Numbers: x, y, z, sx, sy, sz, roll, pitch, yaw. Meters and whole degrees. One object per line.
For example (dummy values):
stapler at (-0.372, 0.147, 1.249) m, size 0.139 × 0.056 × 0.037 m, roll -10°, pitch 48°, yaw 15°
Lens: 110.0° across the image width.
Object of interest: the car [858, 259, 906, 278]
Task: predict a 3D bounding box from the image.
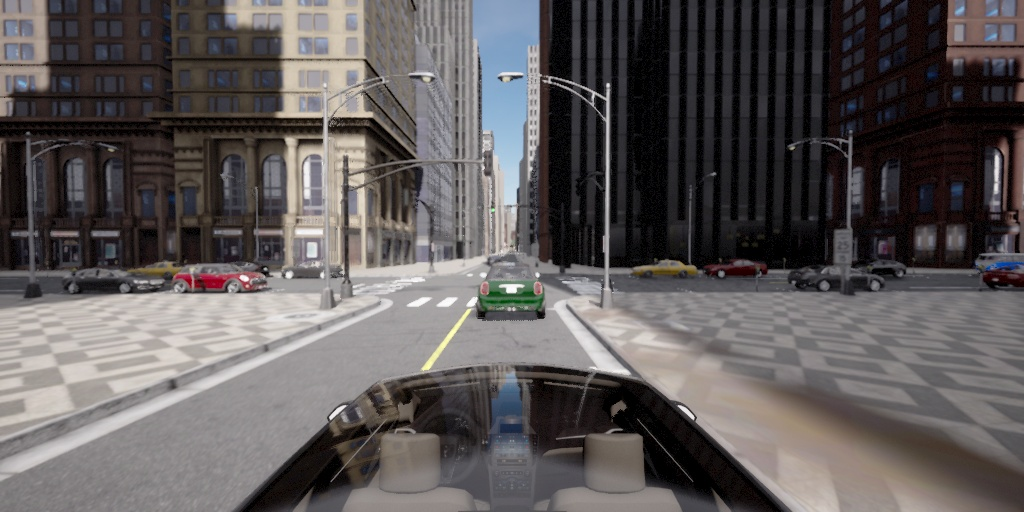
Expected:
car at (27.689, 0.930, 27.640) m, size 4.313 × 1.339 × 1.948 m, roll 0°, pitch 0°, yaw 0°

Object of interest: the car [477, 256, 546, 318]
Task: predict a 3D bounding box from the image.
car at (-0.064, 0.993, 12.609) m, size 2.097 × 1.767 × 4.553 m, roll 0°, pitch 1°, yaw -1°

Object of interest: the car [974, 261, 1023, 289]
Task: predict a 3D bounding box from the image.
car at (27.977, 1.122, 19.118) m, size 4.507 × 1.381 × 1.888 m, roll 0°, pitch 0°, yaw 0°

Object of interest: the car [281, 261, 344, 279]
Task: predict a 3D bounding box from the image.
car at (-15.300, 1.025, 27.547) m, size 4.403 × 1.370 × 2.007 m, roll 0°, pitch 0°, yaw 0°

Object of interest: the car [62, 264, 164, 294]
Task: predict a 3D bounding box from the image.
car at (-20.981, 1.259, 19.012) m, size 4.403 × 1.370 × 2.007 m, roll 0°, pitch 0°, yaw 0°

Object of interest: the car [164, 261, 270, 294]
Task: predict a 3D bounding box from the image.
car at (-15.311, 1.128, 19.024) m, size 4.097 × 1.591 × 1.967 m, roll 0°, pitch 0°, yaw 0°

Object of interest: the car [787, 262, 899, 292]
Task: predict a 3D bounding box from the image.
car at (17.179, 1.147, 19.094) m, size 4.403 × 1.370 × 2.007 m, roll 0°, pitch 0°, yaw 0°

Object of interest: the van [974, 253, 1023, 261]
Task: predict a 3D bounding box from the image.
van at (38.290, 0.691, 27.663) m, size 3.998 × 1.789 × 1.690 m, roll 0°, pitch 0°, yaw 0°

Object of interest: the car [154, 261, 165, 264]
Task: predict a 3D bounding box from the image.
car at (-26.807, 1.045, 27.522) m, size 4.829 × 1.417 × 1.751 m, roll 0°, pitch 0°, yaw 0°

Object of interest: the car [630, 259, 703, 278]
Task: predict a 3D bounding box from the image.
car at (11.620, 0.921, 27.605) m, size 4.829 × 1.417 × 1.751 m, roll 0°, pitch 0°, yaw 0°

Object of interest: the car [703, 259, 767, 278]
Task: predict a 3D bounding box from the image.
car at (17.089, 0.929, 27.617) m, size 4.507 × 1.381 × 1.888 m, roll 0°, pitch 0°, yaw 0°
